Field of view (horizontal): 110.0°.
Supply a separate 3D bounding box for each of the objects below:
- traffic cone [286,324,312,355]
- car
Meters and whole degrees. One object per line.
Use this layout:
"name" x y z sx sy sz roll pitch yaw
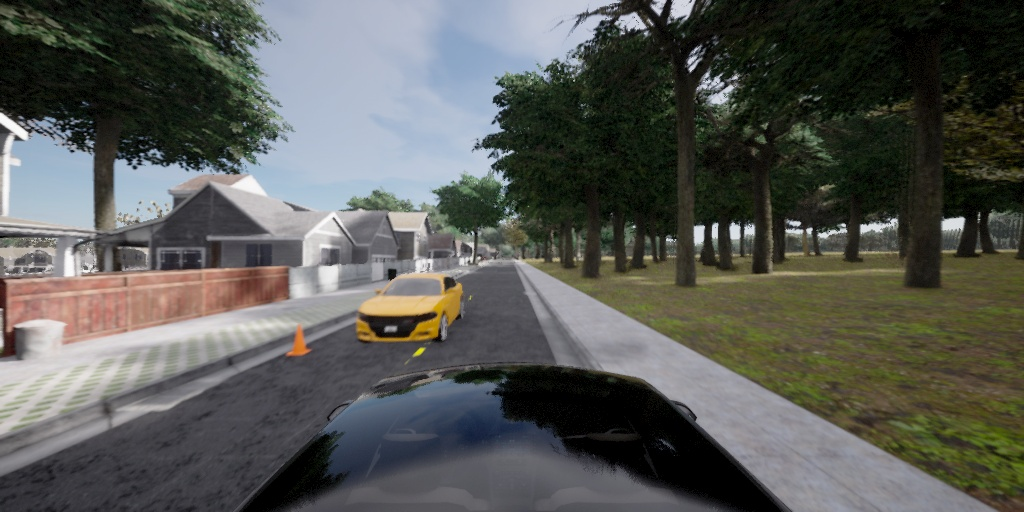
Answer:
"traffic cone" -4.391 1.701 7.408 0.340 0.580 0.340 0 0 0
"car" -2.479 1.211 9.807 1.882 1.535 5.008 0 0 0
